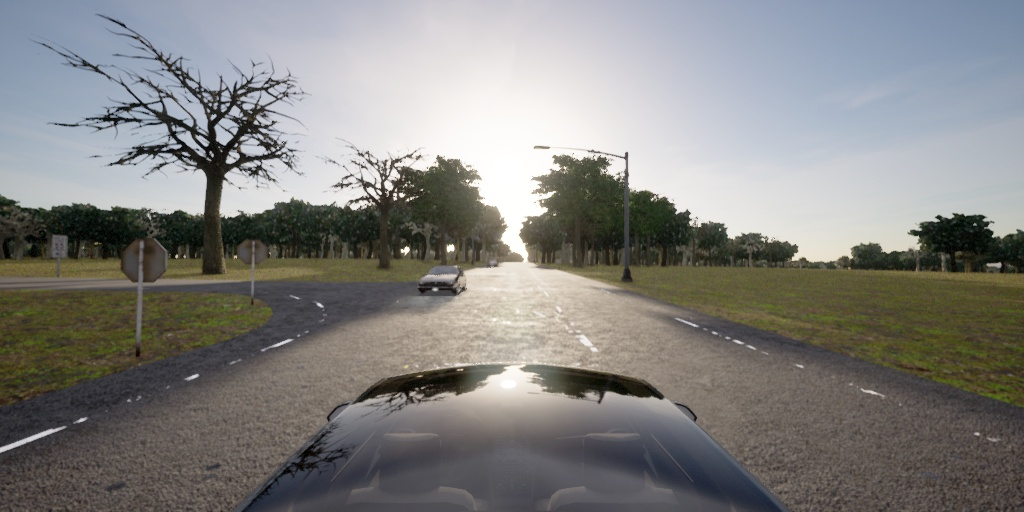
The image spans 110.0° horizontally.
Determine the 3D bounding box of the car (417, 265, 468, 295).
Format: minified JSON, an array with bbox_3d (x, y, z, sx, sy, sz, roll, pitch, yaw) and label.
[{"bbox_3d":[-3.488,1.184,19.003,2.033,1.411,5.357,1,-1,0],"label":"car"}]
